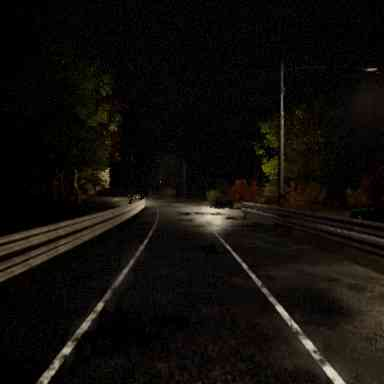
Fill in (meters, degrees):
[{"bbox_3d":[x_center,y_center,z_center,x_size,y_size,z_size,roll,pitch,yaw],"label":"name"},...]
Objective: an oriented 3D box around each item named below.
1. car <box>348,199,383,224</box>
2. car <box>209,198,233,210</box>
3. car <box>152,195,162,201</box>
[{"bbox_3d":[11.645,1.396,19.118,2.150,2.045,5.566,0,0,-18],"label":"car"},{"bbox_3d":[3.781,1.534,43.860,1.837,1.490,4.892,2,0,-18],"label":"car"},{"bbox_3d":[-8.822,1.400,83.342,1.837,1.490,4.892,0,0,-18],"label":"car"}]
